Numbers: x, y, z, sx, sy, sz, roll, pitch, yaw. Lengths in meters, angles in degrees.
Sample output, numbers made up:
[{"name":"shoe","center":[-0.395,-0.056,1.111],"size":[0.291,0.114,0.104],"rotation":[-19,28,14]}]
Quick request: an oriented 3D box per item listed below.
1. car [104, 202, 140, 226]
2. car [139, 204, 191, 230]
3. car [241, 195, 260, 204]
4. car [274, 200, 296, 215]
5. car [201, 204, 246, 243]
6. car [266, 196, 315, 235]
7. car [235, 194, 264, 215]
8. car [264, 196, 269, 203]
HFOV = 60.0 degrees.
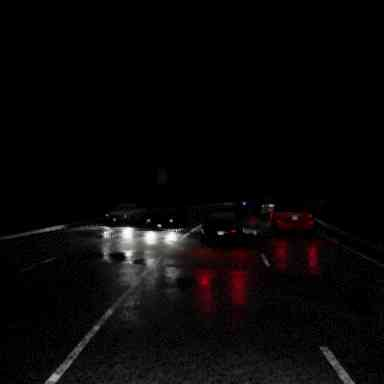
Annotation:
[{"name":"car","center":[-4.441,1.471,23.375],"size":[1.812,1.442,4.674],"rotation":[0,0,12]},{"name":"car","center":[-1.341,1.507,21.351],"size":[2.033,1.411,5.357],"rotation":[0,0,11]},{"name":"car","center":[11.004,1.401,62.398],"size":[1.882,1.535,5.008],"rotation":[0,0,31]},{"name":"car","center":[9.873,1.544,35.121],"size":[1.994,1.385,4.181],"rotation":[0,0,19]},{"name":"car","center":[1.522,1.505,15.932],"size":[1.812,1.442,4.674],"rotation":[0,0,8]},{"name":"car","center":[5.603,1.340,19.033],"size":[2.097,1.767,4.553],"rotation":[0,0,10]},{"name":"car","center":[5.791,1.185,34.098],"size":[2.150,2.045,5.566],"rotation":[0,0,18]},{"name":"car","center":[14.224,1.471,60.937],"size":[1.812,1.442,4.674],"rotation":[0,0,32]}]
